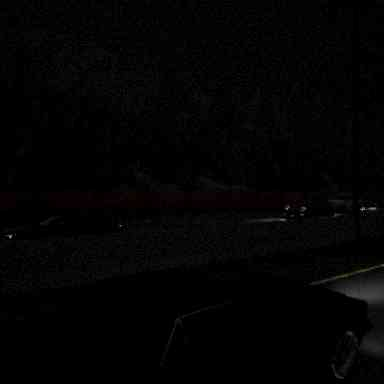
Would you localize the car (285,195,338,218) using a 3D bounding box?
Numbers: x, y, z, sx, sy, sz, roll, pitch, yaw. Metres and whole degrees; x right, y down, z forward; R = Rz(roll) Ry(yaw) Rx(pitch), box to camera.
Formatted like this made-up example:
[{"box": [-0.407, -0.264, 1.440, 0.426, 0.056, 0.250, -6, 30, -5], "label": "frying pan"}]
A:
[{"box": [9.983, 1.355, 28.309, 4.553, 1.767, 2.097, 0, 0, -35], "label": "car"}]

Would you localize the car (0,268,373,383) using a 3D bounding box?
[{"box": [0.044, 1.601, 3.776, 4.718, 1.301, 1.895, 0, 0, -36], "label": "car"}]

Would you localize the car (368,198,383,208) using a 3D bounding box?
[{"box": [27.106, 1.555, 48.876, 5.357, 1.411, 2.033, 0, 0, -34], "label": "car"}]

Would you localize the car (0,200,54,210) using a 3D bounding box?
[{"box": [-11.223, 1.351, 21.782, 4.553, 1.767, 2.097, 0, 0, -36], "label": "car"}]

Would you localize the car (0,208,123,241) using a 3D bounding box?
[{"box": [-5.072, 1.526, 13.272, 4.674, 1.442, 1.812, 0, 0, -36], "label": "car"}]

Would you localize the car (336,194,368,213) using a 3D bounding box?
[{"box": [17.084, 1.228, 37.656, 5.566, 2.045, 2.150, 0, 0, -35], "label": "car"}]
